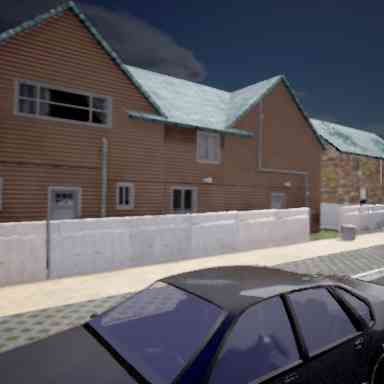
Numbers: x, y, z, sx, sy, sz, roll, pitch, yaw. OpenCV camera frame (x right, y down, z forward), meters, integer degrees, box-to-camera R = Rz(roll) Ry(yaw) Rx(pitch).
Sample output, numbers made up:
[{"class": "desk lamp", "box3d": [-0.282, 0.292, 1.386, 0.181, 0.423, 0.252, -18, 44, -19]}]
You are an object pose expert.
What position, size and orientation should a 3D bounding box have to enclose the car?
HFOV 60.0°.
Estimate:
[{"class": "car", "box3d": [0.360, 1.544, 3.326, 5.357, 1.411, 2.033, 0, 0, -35]}]
